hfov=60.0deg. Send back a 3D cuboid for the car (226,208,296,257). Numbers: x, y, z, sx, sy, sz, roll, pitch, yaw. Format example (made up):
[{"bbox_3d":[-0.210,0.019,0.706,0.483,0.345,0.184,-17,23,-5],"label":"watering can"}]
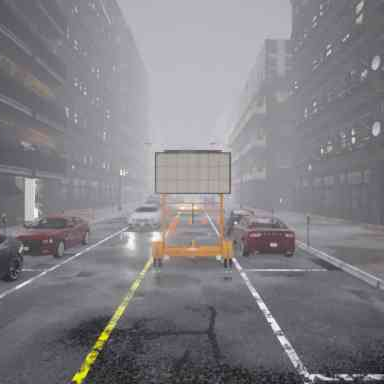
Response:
[{"bbox_3d":[2.603,1.547,12.795,1.887,1.381,4.507,1,0,0],"label":"car"}]

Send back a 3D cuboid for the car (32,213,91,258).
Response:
[{"bbox_3d":[-5.277,1.547,12.783,1.887,1.381,4.507,1,0,0],"label":"car"}]

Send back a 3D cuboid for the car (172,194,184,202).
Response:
[{"bbox_3d":[-2.598,1.539,67.167,1.812,1.442,4.674,0,0,0],"label":"car"}]

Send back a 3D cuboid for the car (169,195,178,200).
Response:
[{"bbox_3d":[-5.097,1.570,92.174,2.008,1.369,4.403,1,0,0],"label":"car"}]

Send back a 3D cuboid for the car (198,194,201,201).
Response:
[{"bbox_3d":[2.773,1.333,86.516,2.192,1.841,5.009,1,0,0],"label":"car"}]

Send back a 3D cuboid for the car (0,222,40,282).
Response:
[{"bbox_3d":[-5.290,1.567,7.112,1.947,1.339,4.313,1,0,0],"label":"car"}]

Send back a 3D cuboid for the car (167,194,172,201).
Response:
[{"bbox_3d":[-5.133,1.330,75.162,2.192,1.841,5.009,1,0,0],"label":"car"}]

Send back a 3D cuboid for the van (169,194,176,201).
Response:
[{"bbox_3d":[-5.107,1.359,86.504,1.690,1.788,3.998,1,0,0],"label":"van"}]

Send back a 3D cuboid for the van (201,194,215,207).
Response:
[{"bbox_3d":[2.696,1.351,52.491,1.690,1.788,3.998,1,0,0],"label":"van"}]

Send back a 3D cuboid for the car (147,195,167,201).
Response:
[{"bbox_3d":[-5.197,1.324,46.808,2.192,1.841,5.009,1,0,0],"label":"car"}]

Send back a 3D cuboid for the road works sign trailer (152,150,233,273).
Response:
[{"bbox_3d":[0.028,0.467,10.647,2.380,3.560,2.880,0,0,0],"label":"road works sign trailer"}]

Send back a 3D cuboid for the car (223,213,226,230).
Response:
[{"bbox_3d":[2.616,1.555,18.466,2.008,1.369,4.403,1,0,0],"label":"car"}]

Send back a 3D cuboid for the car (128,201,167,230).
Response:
[{"bbox_3d":[-2.802,1.530,21.101,1.812,1.442,4.674,0,0,0],"label":"car"}]
